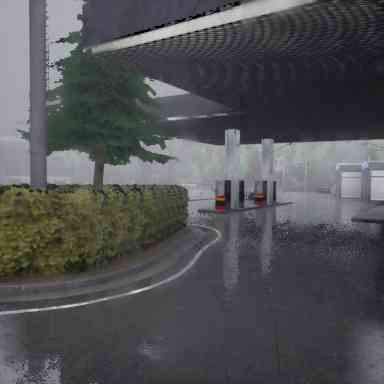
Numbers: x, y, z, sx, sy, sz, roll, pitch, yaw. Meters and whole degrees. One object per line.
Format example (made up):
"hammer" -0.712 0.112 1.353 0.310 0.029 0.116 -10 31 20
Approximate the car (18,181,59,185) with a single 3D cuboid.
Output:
"car" -16.343 -0.105 35.234 3.866 1.878 1.905 2 2 36

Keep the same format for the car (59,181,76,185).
"car" -25.405 -1.183 65.628 3.866 1.878 1.905 2 2 36

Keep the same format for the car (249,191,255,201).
"car" 8.542 0.408 40.536 1.812 1.442 4.674 2 2 36

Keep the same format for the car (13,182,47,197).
"car" -20.760 -0.365 42.523 4.605 1.855 1.932 2 2 36

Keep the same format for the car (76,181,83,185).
"car" -24.025 -1.234 68.217 4.605 1.855 1.932 2 2 36

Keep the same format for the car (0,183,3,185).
"car" -32.950 -0.841 55.299 5.027 1.636 2.152 2 2 36

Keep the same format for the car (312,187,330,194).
"car" 27.801 -0.425 71.638 2.128 1.511 4.902 0 2 -11

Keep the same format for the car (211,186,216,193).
"car" 6.265 -0.616 65.258 5.027 1.636 2.152 2 2 36
